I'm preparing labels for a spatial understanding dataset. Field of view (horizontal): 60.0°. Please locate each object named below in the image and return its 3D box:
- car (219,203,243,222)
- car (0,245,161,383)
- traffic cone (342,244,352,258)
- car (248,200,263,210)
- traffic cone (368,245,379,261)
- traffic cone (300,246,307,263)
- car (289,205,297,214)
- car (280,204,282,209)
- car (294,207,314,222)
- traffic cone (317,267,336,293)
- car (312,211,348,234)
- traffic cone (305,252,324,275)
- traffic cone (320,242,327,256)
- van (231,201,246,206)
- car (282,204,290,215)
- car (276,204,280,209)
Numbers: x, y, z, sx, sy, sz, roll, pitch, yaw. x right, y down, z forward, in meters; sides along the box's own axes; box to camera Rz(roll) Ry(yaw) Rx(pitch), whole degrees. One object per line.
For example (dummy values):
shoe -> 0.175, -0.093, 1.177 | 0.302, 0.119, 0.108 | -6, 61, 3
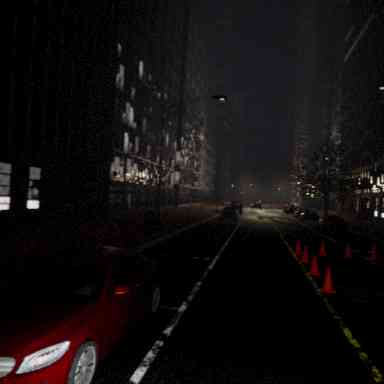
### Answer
car -> 3.721, 2.116, 33.034 | 2.008, 1.369, 4.403 | 3, -1, 11
car -> -1.652, 1.550, 5.088 | 1.802, 1.307, 4.206 | 3, -1, 11
traffic cone -> 6.567, 2.465, 14.004 | 0.340, 0.580, 0.340 | 3, -1, 11
car -> 13.555, 2.672, 69.870 | 2.150, 2.045, 5.566 | 3, -1, 11
traffic cone -> 7.548, 2.515, 13.815 | 0.340, 0.580, 0.340 | 3, -1, 11
traffic cone -> 4.229, 2.322, 12.420 | 0.340, 0.580, 0.340 | 3, -1, 11
car -> 14.087, 2.770, 42.620 | 2.008, 1.369, 4.403 | 3, -1, 11
car -> 17.317, 2.993, 59.388 | 1.967, 1.590, 4.097 | 3, -1, 11
car -> 13.013, 2.656, 37.031 | 2.008, 1.369, 4.403 | 3, -1, 11
traffic cone -> 3.474, 2.237, 8.493 | 0.340, 0.580, 0.340 | 3, -1, 11
car -> 10.862, 2.453, 25.853 | 1.802, 1.307, 4.206 | 3, -1, 11
traffic cone -> 3.851, 2.280, 10.457 | 0.340, 0.580, 0.340 | 3, -1, 11
traffic cone -> 5.587, 2.414, 14.194 | 0.340, 0.580, 0.340 | 3, -1, 11
van -> 5.882, 2.137, 44.214 | 1.690, 1.788, 3.998 | 3, -1, 11
car -> 16.243, 2.882, 53.799 | 1.967, 1.590, 4.097 | 3, -1, 11
car -> 21.611, 3.534, 81.743 | 1.887, 1.381, 4.507 | 3, 0, 11
